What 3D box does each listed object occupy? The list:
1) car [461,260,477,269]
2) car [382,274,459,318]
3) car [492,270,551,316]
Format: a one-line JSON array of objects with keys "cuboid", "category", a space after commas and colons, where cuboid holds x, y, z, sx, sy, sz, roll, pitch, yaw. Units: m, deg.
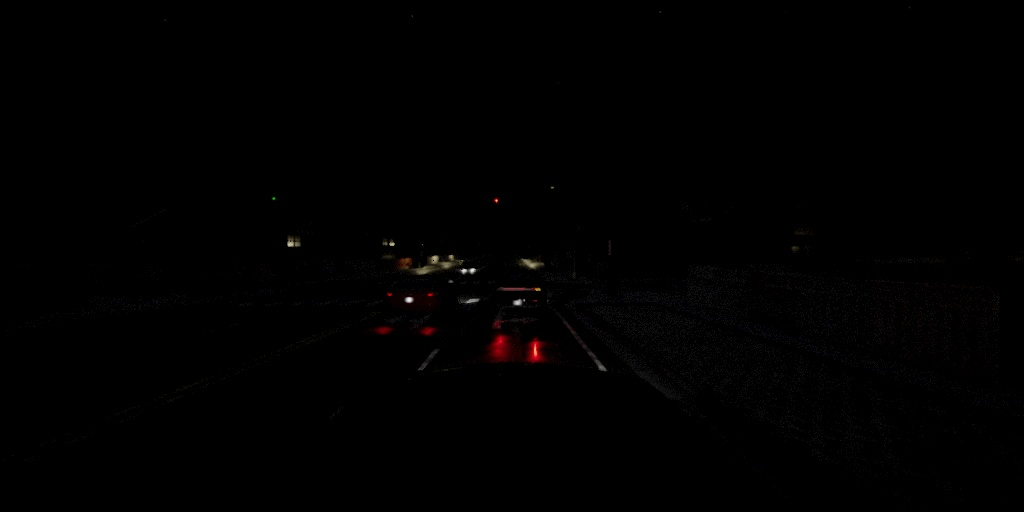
[{"cuboid": [-6.539, 1.269, 55.049, 1.994, 1.385, 4.181, 0, 1, 1], "category": "car"}, {"cuboid": [-3.210, 1.353, 13.274, 1.994, 1.385, 4.181, 0, 0, 1], "category": "car"}, {"cuboid": [0.431, 1.281, 13.792, 2.128, 1.511, 4.902, 0, 0, 6], "category": "car"}]
